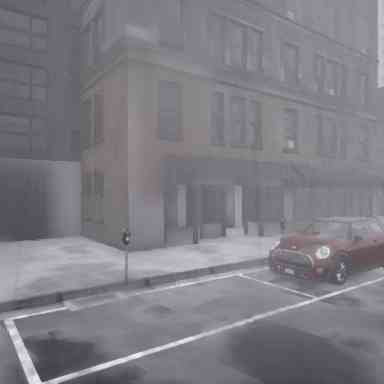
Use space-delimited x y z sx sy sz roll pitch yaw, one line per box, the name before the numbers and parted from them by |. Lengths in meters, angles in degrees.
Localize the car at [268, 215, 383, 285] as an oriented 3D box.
car | 4.036 1.440 9.411 4.097 1.590 1.967 0 0 -36
